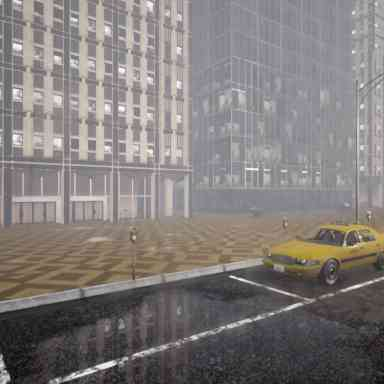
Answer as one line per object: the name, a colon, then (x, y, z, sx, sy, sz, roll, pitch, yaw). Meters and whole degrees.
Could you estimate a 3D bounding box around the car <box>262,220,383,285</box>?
car: (4.068, 1.526, 9.479, 4.829, 1.417, 1.752, 0, 0, -36)
